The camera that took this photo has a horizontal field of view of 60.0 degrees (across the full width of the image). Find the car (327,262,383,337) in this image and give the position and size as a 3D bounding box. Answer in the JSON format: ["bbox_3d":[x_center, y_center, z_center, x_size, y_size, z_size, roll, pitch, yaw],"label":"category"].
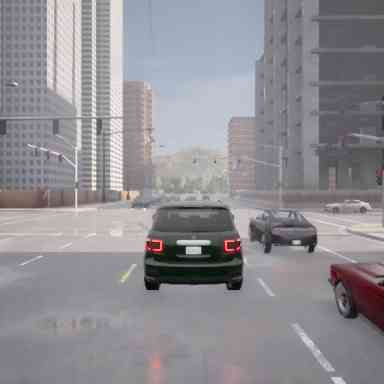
[{"bbox_3d":[3.592,1.601,4.429,1.895,1.301,4.718,0,0,0],"label":"car"}]

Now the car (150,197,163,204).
[{"bbox_3d":[-7.059,1.601,66.159,1.895,1.301,4.718,0,0,1],"label":"car"}]

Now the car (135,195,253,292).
[{"bbox_3d":[0.038,1.221,9.106,2.150,2.045,5.566,0,0,0],"label":"car"}]

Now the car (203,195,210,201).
[{"bbox_3d":[3.803,1.500,89.805,1.837,1.490,4.892,0,0,1],"label":"car"}]

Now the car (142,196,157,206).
[{"bbox_3d":[-7.244,1.505,56.818,1.837,1.490,4.892,0,0,1],"label":"car"}]

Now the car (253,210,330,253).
[{"bbox_3d":[3.547,1.492,13.692,2.128,1.511,4.902,0,0,0],"label":"car"}]

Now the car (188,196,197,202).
[{"bbox_3d":[0.149,1.595,78.903,1.895,1.301,4.718,0,0,1],"label":"car"}]

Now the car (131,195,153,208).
[{"bbox_3d":[-7.358,1.352,47.917,2.097,1.767,4.553,0,0,1],"label":"car"}]

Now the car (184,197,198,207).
[{"bbox_3d":[-0.140,1.491,51.025,2.128,1.511,4.902,0,0,1],"label":"car"}]

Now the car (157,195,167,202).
[{"bbox_3d":[-6.886,1.497,76.478,1.837,1.490,4.892,0,0,1],"label":"car"}]

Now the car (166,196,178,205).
[{"bbox_3d":[-3.654,1.505,61.561,1.837,1.490,4.892,0,0,1],"label":"car"}]

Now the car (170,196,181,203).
[{"bbox_3d":[-3.458,1.552,71.325,1.994,1.385,4.181,0,0,1],"label":"car"}]

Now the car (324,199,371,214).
[{"bbox_3d":[16.561,1.526,35.524,4.674,1.442,1.812,0,0,0],"label":"car"}]
